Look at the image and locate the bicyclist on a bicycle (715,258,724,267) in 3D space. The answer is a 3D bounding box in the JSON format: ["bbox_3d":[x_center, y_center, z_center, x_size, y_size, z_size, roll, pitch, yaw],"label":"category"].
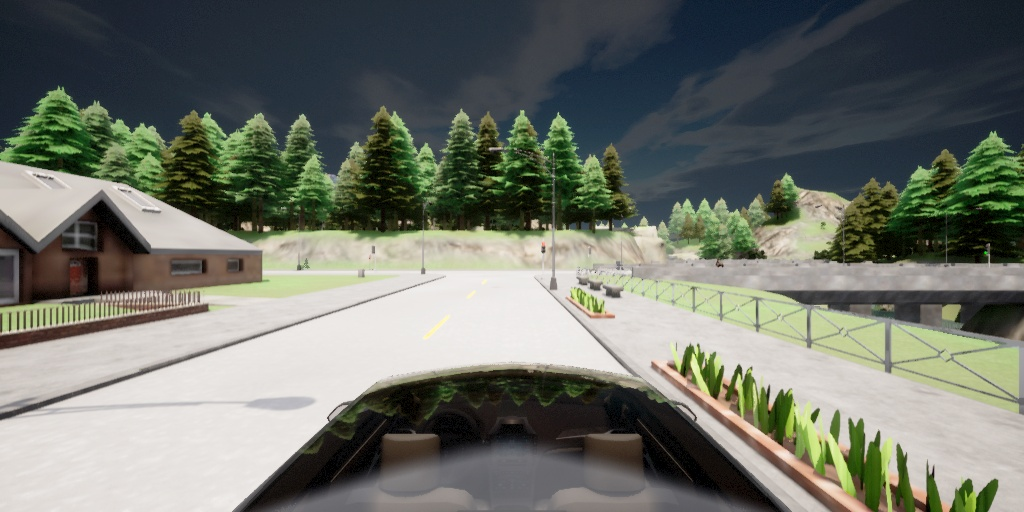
[{"bbox_3d":[21.149,1.076,36.599,0.582,1.620,1.656,0,0,0],"label":"bicyclist on a bicycle"}]
